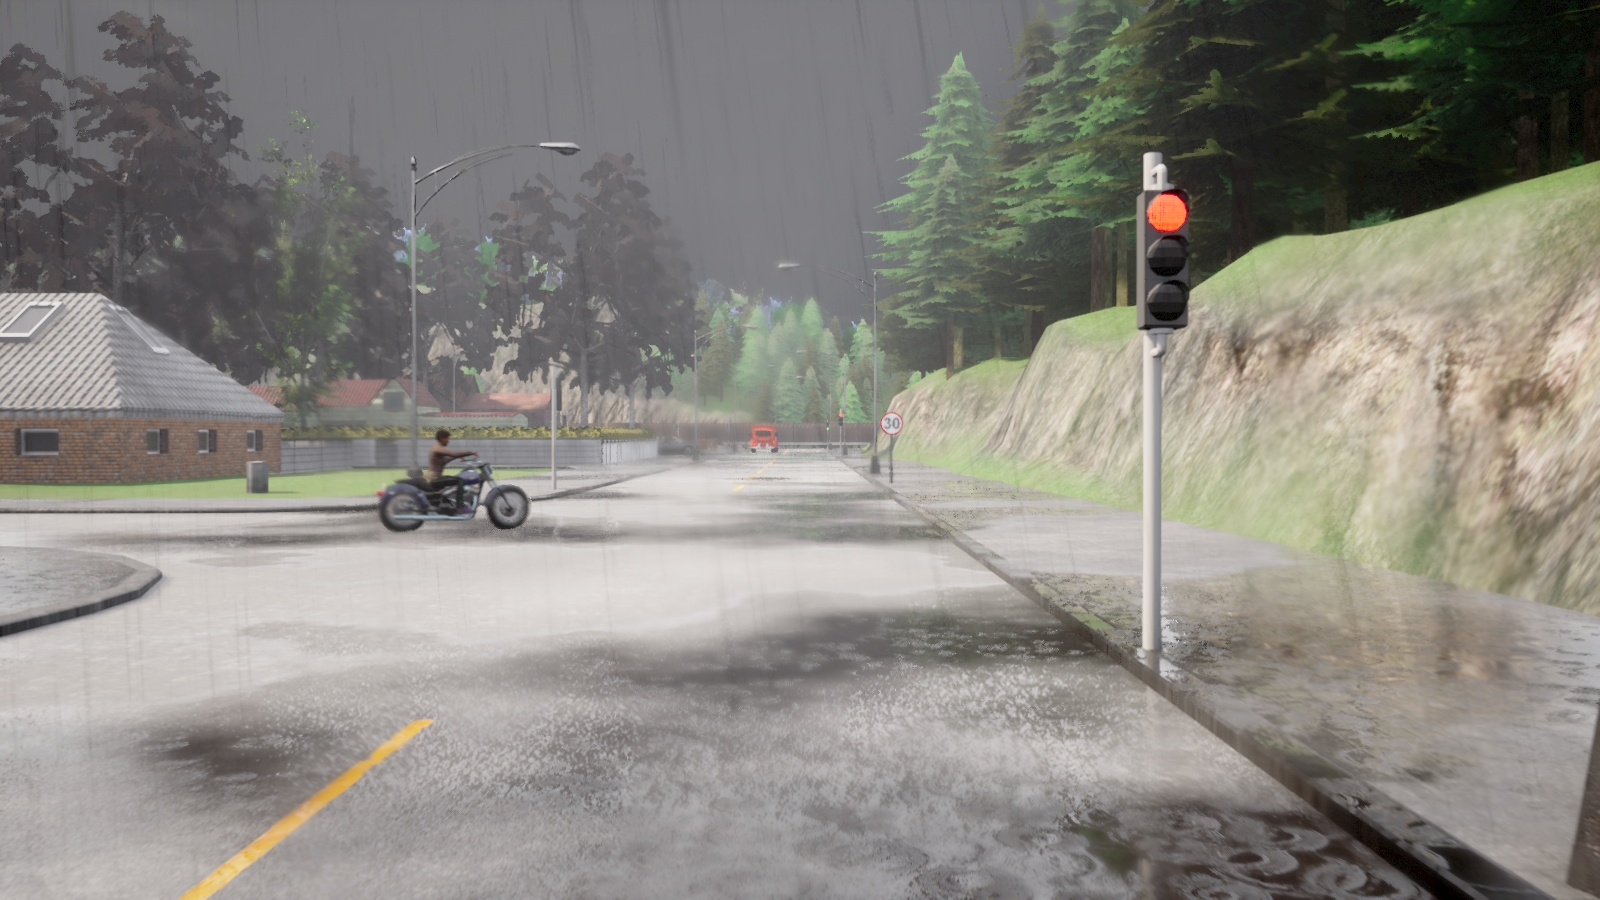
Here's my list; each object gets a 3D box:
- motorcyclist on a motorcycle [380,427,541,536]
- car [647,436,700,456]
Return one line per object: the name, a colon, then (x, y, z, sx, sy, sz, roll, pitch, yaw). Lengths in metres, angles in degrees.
motorcyclist on a motorcycle: (-5.337, 0.477, 19.794, 2.350, 1.649, 0.766, 0, 0, -25)
car: (-9.336, -0.299, 92.694, 3.806, 1.475, 1.970, 0, 1, -7)
